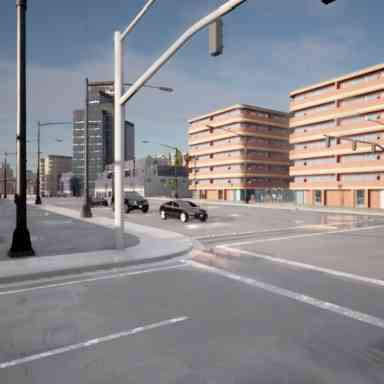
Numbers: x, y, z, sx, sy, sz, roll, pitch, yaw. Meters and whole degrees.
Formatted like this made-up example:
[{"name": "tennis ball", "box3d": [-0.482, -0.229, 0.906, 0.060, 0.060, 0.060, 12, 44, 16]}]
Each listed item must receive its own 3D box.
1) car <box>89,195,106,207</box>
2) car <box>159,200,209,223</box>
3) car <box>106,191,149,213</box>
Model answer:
[{"name": "car", "box3d": [-11.936, 1.111, 41.298, 1.994, 1.385, 4.181, 0, 1, -34]}, {"name": "car", "box3d": [-0.706, 1.373, 24.843, 1.837, 1.490, 4.892, 0, 1, -34]}, {"name": "car", "box3d": [-6.270, 0.945, 32.996, 2.150, 2.045, 5.566, 0, 1, -34]}]
